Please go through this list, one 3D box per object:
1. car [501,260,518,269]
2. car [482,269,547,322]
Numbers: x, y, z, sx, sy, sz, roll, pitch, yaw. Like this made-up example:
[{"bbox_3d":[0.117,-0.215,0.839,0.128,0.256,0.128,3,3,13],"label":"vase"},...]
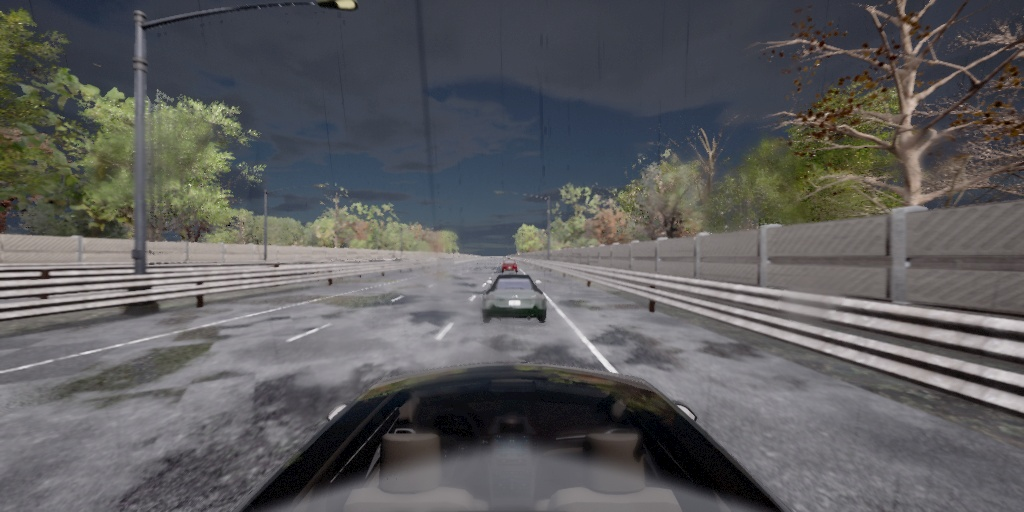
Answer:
[{"bbox_3d":[-0.311,1.191,44.020,1.882,1.535,5.008,0,0,-1],"label":"car"},{"bbox_3d":[0.064,1.305,12.221,1.994,1.385,4.181,0,0,0],"label":"car"}]
